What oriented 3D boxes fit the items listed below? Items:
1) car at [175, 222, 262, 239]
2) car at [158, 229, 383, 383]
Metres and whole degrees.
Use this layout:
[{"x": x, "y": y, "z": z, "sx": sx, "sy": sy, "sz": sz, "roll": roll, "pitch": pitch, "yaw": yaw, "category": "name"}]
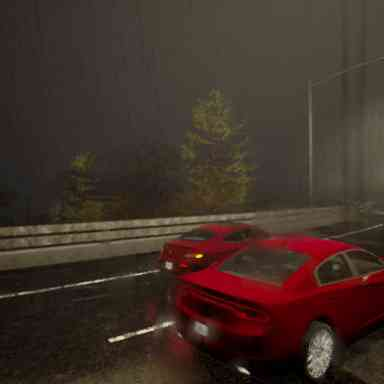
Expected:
[{"x": 1.254, "y": 1.579, "z": 9.362, "sx": 4.674, "sy": 1.442, "sz": 1.812, "roll": 0, "pitch": 0, "yaw": -39, "category": "car"}, {"x": 2.060, "y": 1.506, "z": 5.553, "sx": 5.008, "sy": 1.535, "sz": 1.882, "roll": 0, "pitch": 0, "yaw": -38, "category": "car"}]
